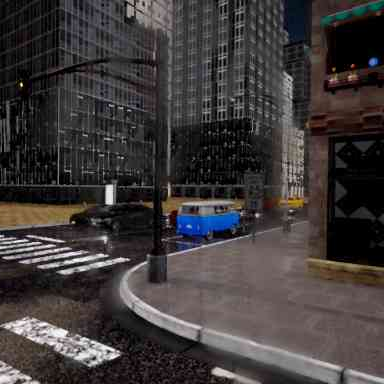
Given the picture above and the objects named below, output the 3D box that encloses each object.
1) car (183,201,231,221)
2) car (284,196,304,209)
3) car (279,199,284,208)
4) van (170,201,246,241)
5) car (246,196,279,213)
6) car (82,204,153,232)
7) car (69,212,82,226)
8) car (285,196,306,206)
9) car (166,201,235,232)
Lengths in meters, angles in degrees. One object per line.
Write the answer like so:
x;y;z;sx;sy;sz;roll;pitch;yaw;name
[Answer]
1.334;1.487;27.483;1.994;1.385;4.181;1;1;35;car
13.029;1.369;43.762;1.882;1.535;5.008;1;1;36;car
10.202;1.293;44.342;1.967;1.590;4.097;1;1;36;car
0.945;1.368;16.960;1.690;1.788;3.998;1;1;36;van
7.165;1.258;35.616;2.097;1.767;4.553;1;1;36;car
-3.940;1.466;20.084;1.812;1.442;4.674;1;1;37;car
-5.877;1.467;21.833;1.947;1.339;4.313;1;1;36;car
16.534;1.364;53.210;1.752;1.417;4.829;1;1;36;car
0.699;1.459;21.077;1.882;1.535;5.008;1;1;36;car
